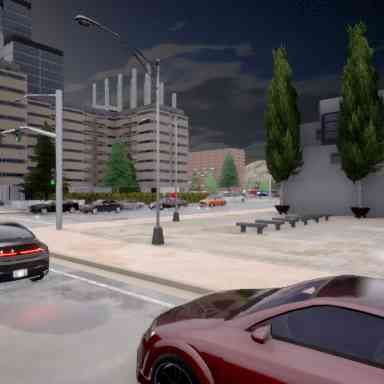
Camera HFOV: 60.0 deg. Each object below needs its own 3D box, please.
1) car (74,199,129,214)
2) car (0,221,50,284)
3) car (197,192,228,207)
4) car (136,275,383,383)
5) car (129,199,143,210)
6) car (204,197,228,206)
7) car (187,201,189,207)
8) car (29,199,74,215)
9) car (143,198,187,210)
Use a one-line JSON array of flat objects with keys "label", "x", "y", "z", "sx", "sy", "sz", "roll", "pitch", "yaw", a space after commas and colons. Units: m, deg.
[{"label": "car", "x": -9.461, "y": 1.505, "z": 35.123, "sx": 1.837, "sy": 1.490, "sz": 4.892, "roll": 0, "pitch": 0, "yaw": 40}, {"label": "car", "x": -5.557, "y": 1.505, "z": 8.734, "sx": 4.892, "sy": 1.490, "sz": 1.837, "roll": 0, "pitch": 0, "yaw": 40}, {"label": "car", "x": 3.023, "y": 1.352, "z": 49.835, "sx": 2.097, "sy": 1.767, "sz": 4.553, "roll": 0, "pitch": 0, "yaw": 40}, {"label": "car", "x": 1.422, "y": 1.564, "z": 3.226, "sx": 4.181, "sy": 1.385, "sz": 1.994, "roll": 0, "pitch": 0, "yaw": 37}, {"label": "car", "x": -8.281, "y": 1.601, "z": 41.930, "sx": 1.895, "sy": 1.301, "sz": 4.718, "roll": 0, "pitch": 0, "yaw": 40}, {"label": "car", "x": 4.063, "y": 1.564, "z": 56.443, "sx": 1.994, "sy": 1.385, "sz": 4.181, "roll": 0, "pitch": 0, "yaw": 41}, {"label": "car", "x": -2.414, "y": 1.564, "z": 48.844, "sx": 1.994, "sy": 1.385, "sz": 4.181, "roll": 0, "pitch": 0, "yaw": 41}, {"label": "car", "x": -14.318, "y": 1.478, "z": 34.805, "sx": 1.882, "sy": 1.535, "sz": 5.008, "roll": 0, "pitch": 0, "yaw": 40}, {"label": "car", "x": -3.379, "y": 1.491, "z": 42.300, "sx": 2.128, "sy": 1.511, "sz": 4.902, "roll": 0, "pitch": 0, "yaw": 40}]
